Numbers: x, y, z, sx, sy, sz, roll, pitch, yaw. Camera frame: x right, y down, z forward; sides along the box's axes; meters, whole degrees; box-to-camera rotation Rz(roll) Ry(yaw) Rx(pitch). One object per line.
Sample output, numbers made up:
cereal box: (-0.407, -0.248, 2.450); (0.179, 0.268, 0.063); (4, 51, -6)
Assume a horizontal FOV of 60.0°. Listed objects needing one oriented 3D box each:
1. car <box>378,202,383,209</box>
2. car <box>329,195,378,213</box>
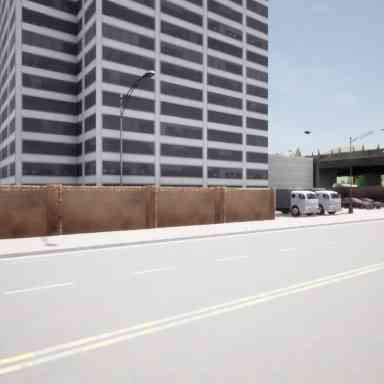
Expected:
car: (22.980, 1.508, 44.099); (1.994, 1.385, 4.181); (0, 0, -36)
car: (20.252, 1.470, 41.897); (1.812, 1.442, 4.674); (0, 0, -36)
